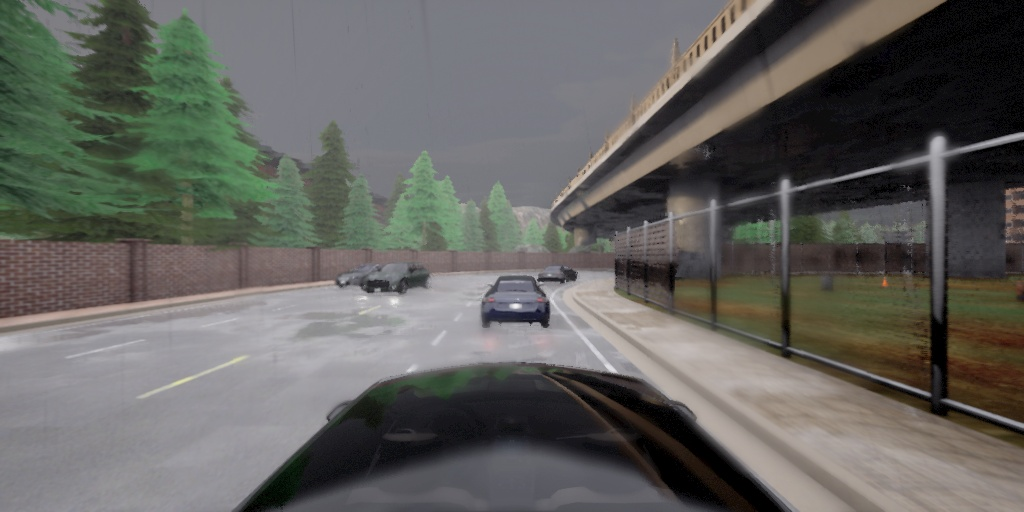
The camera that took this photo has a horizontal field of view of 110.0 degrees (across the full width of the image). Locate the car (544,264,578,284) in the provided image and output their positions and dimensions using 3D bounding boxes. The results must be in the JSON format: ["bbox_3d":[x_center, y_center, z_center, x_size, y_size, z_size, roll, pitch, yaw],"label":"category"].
[{"bbox_3d":[3.554,1.313,27.095,1.994,1.385,4.181,0,0,26],"label":"car"}]

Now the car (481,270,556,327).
[{"bbox_3d":[0.126,1.314,11.597,1.994,1.385,4.181,0,0,1],"label":"car"}]

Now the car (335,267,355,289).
[{"bbox_3d":[-9.159,1.241,23.051,2.128,1.511,4.902,0,0,14],"label":"car"}]

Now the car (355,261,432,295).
[{"bbox_3d":[-6.247,1.101,19.965,2.097,1.767,4.553,0,0,11],"label":"car"}]
